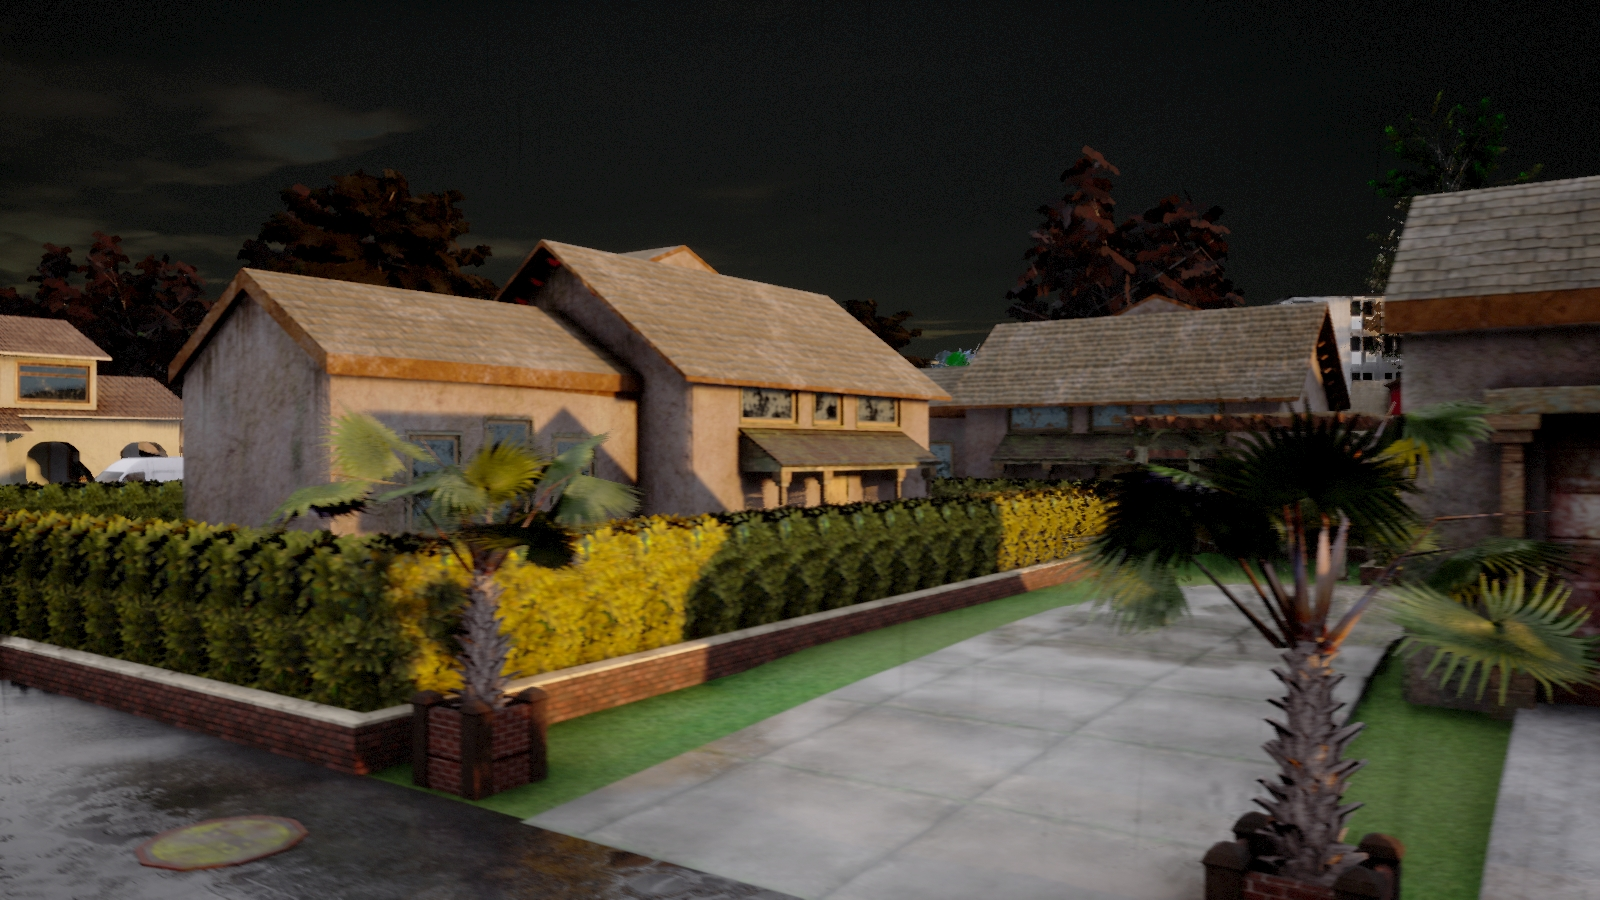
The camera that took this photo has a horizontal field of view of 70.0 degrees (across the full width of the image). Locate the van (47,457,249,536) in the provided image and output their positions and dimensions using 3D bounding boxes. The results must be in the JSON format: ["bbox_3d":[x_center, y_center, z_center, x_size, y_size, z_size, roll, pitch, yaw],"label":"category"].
[{"bbox_3d":[-22.870,1.537,40.351,1.988,2.561,5.915,0,0,35],"label":"van"}]
